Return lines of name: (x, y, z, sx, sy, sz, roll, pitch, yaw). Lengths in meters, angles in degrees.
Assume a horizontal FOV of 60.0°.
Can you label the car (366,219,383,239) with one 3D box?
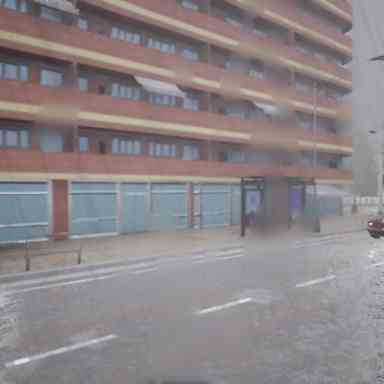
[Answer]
car: (10.076, 1.494, 15.374, 4.718, 1.301, 1.895, 0, 0, -35)
